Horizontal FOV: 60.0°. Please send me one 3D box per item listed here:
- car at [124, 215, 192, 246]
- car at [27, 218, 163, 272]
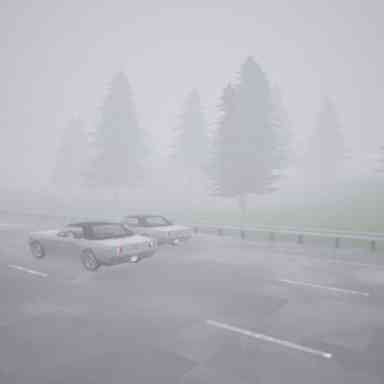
[{"bbox_3d":[-2.382,1.651,14.522,4.718,1.301,1.895,0,0,37],"label":"car"},{"bbox_3d":[-3.449,1.629,10.950,4.718,1.301,1.895,0,0,37],"label":"car"}]
